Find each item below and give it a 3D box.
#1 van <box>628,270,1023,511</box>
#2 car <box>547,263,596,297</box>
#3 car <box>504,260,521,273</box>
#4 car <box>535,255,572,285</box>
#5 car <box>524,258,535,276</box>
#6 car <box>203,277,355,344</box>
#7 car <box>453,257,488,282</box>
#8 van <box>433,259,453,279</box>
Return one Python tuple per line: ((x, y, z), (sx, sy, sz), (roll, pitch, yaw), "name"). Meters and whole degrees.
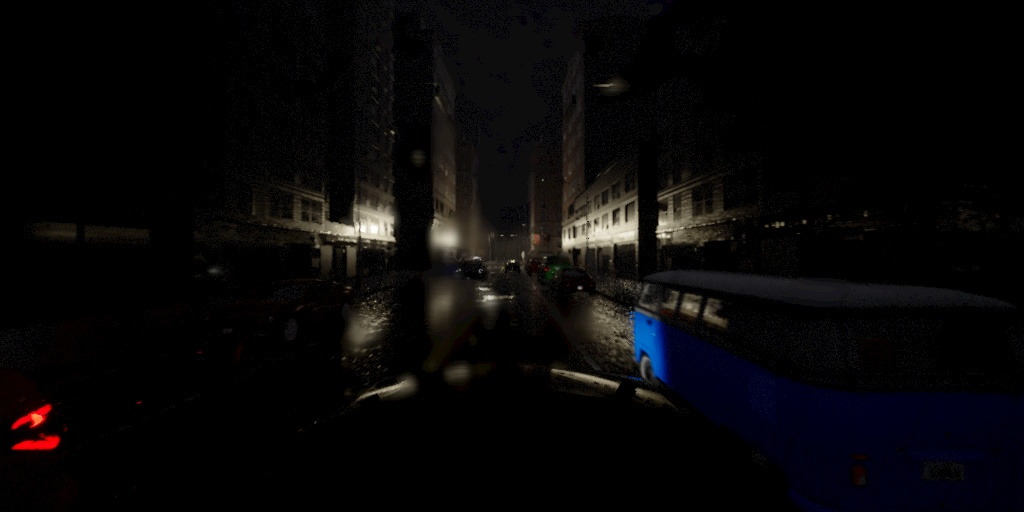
((2.669, 1.093, 4.060), (1.690, 1.789, 3.998), (0, 0, 0), "van")
((3.151, 1.286, 18.958), (1.812, 1.442, 4.674), (0, 0, 0), "car")
((0.078, 1.259, 45.105), (2.128, 1.511, 4.902), (0, 0, 0), "car")
((3.110, 0.984, 25.988), (2.150, 2.045, 5.566), (0, 0, 0), "car")
((2.673, 1.081, 37.570), (2.192, 1.841, 5.009), (0, 0, 0), "car")
((-5.856, 1.301, 9.635), (1.888, 1.381, 4.507), (0, 0, 0), "car")
((-3.091, 1.116, 28.480), (2.097, 1.767, 4.553), (0, 0, 0), "car")
((-5.854, 1.106, 31.979), (1.690, 1.789, 3.998), (0, 0, 0), "van")
